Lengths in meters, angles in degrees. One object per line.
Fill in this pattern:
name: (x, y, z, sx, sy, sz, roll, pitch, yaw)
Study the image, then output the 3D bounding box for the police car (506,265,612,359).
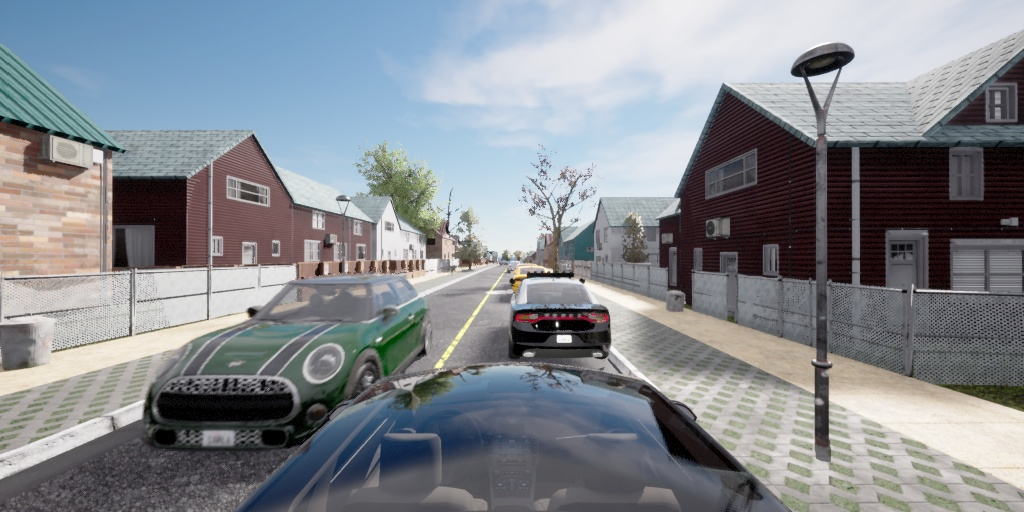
police car: (0.889, 1.176, 8.545, 1.930, 1.638, 5.238, 0, 0, 0)

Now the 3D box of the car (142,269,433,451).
car: (-2.709, 1.102, 5.578, 2.097, 1.767, 4.553, 0, 0, 0)

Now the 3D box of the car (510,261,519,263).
car: (1.018, 1.250, 24.436, 1.882, 1.535, 5.008, 0, 0, 0)

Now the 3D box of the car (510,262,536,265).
car: (0.969, 1.238, 18.435, 1.882, 1.535, 5.008, 0, 0, 0)

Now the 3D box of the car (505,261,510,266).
car: (0.397, 1.383, 45.710, 1.812, 1.442, 4.674, 0, 0, 1)
